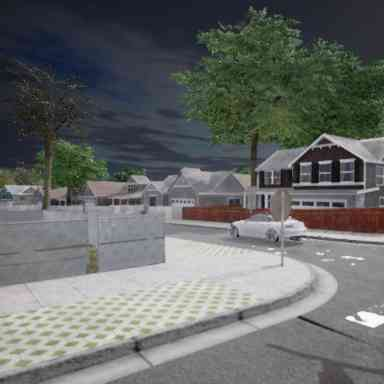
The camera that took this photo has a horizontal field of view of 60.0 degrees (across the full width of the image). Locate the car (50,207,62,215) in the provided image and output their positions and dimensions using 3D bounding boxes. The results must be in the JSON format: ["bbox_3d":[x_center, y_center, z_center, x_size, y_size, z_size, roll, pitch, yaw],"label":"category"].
[{"bbox_3d":[-19.400,2.803,46.287,2.128,1.511,4.902,1,-2,-38],"label":"car"}]

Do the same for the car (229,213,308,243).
[{"bbox_3d":[3.982,1.858,17.956,1.812,1.442,4.674,0,-2,-33],"label":"car"}]
